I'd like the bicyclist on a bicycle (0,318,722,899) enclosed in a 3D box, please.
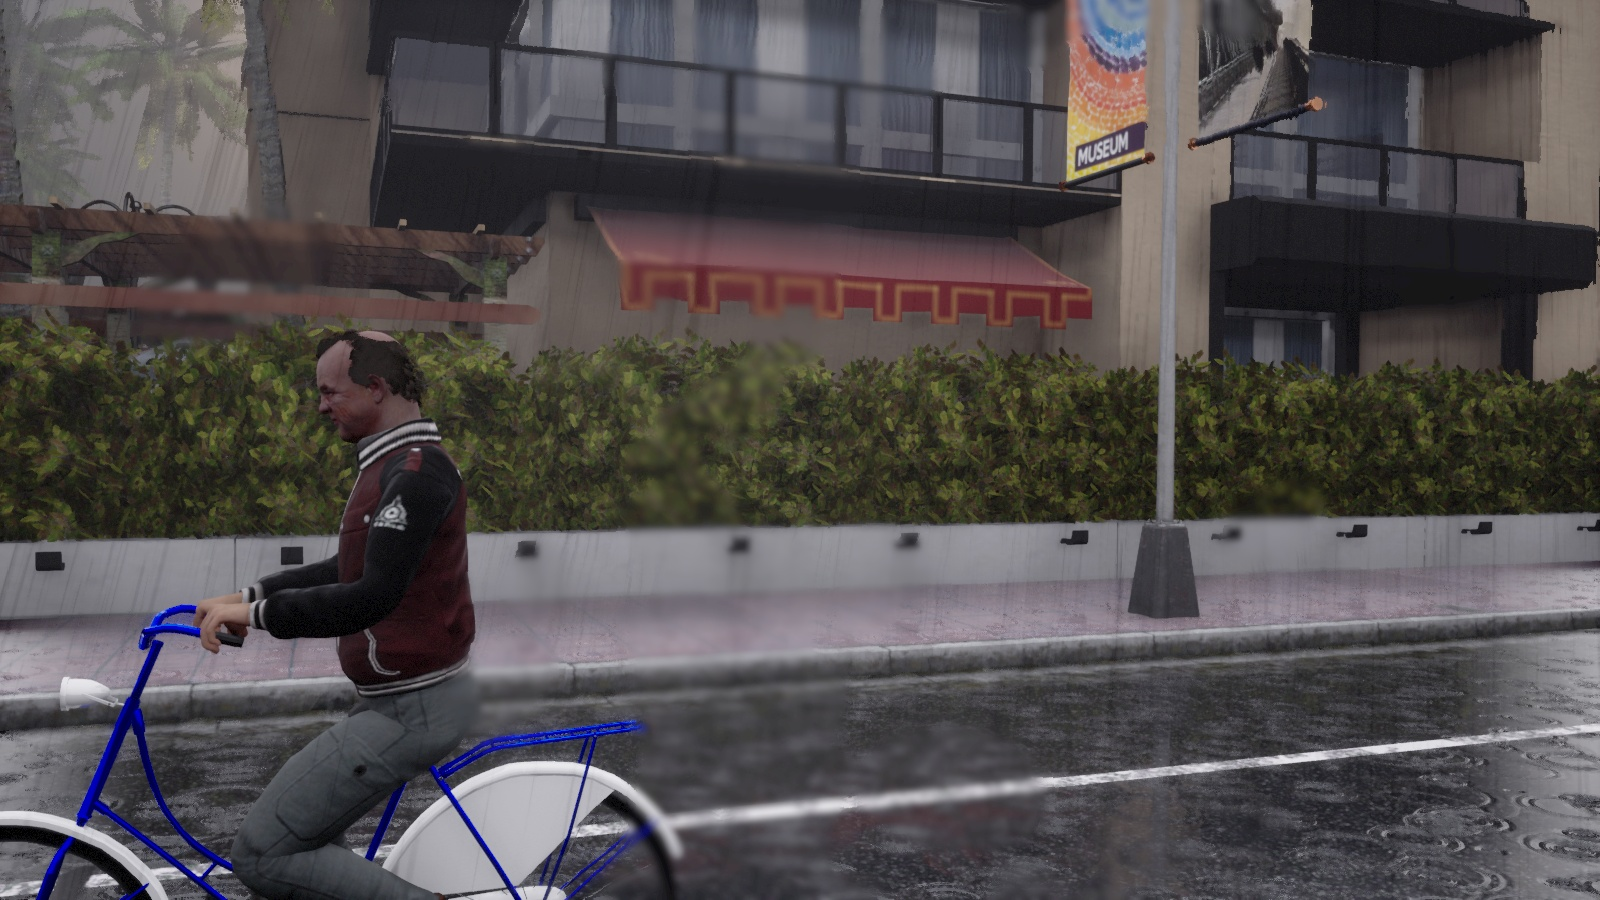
[{"bbox_3d":[-1.157,0.636,2.793,1.843,1.776,0.659,-1,1,-21],"label":"bicyclist on a bicycle"}]
